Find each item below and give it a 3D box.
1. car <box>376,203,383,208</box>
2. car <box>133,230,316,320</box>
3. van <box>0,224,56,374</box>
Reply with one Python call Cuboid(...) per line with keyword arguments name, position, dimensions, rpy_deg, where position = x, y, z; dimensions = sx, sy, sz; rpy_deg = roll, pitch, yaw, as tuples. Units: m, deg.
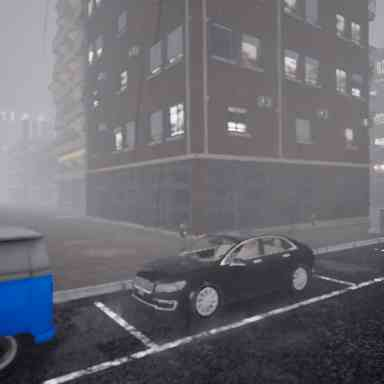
Cuboid(name="car", position=(21.376, 1.587, 32.319), dimensions=(2.033, 1.411, 5.357), rpy_deg=(-1, 1, -36))
Cuboid(name="car", position=(0.876, 1.547, 7.198), dimensions=(4.403, 1.369, 2.008), rpy_deg=(0, -1, -35))
Cuboid(name="van", position=(-3.736, 1.342, 3.911), dimensions=(3.998, 1.788, 1.690), rpy_deg=(0, -1, -35))
